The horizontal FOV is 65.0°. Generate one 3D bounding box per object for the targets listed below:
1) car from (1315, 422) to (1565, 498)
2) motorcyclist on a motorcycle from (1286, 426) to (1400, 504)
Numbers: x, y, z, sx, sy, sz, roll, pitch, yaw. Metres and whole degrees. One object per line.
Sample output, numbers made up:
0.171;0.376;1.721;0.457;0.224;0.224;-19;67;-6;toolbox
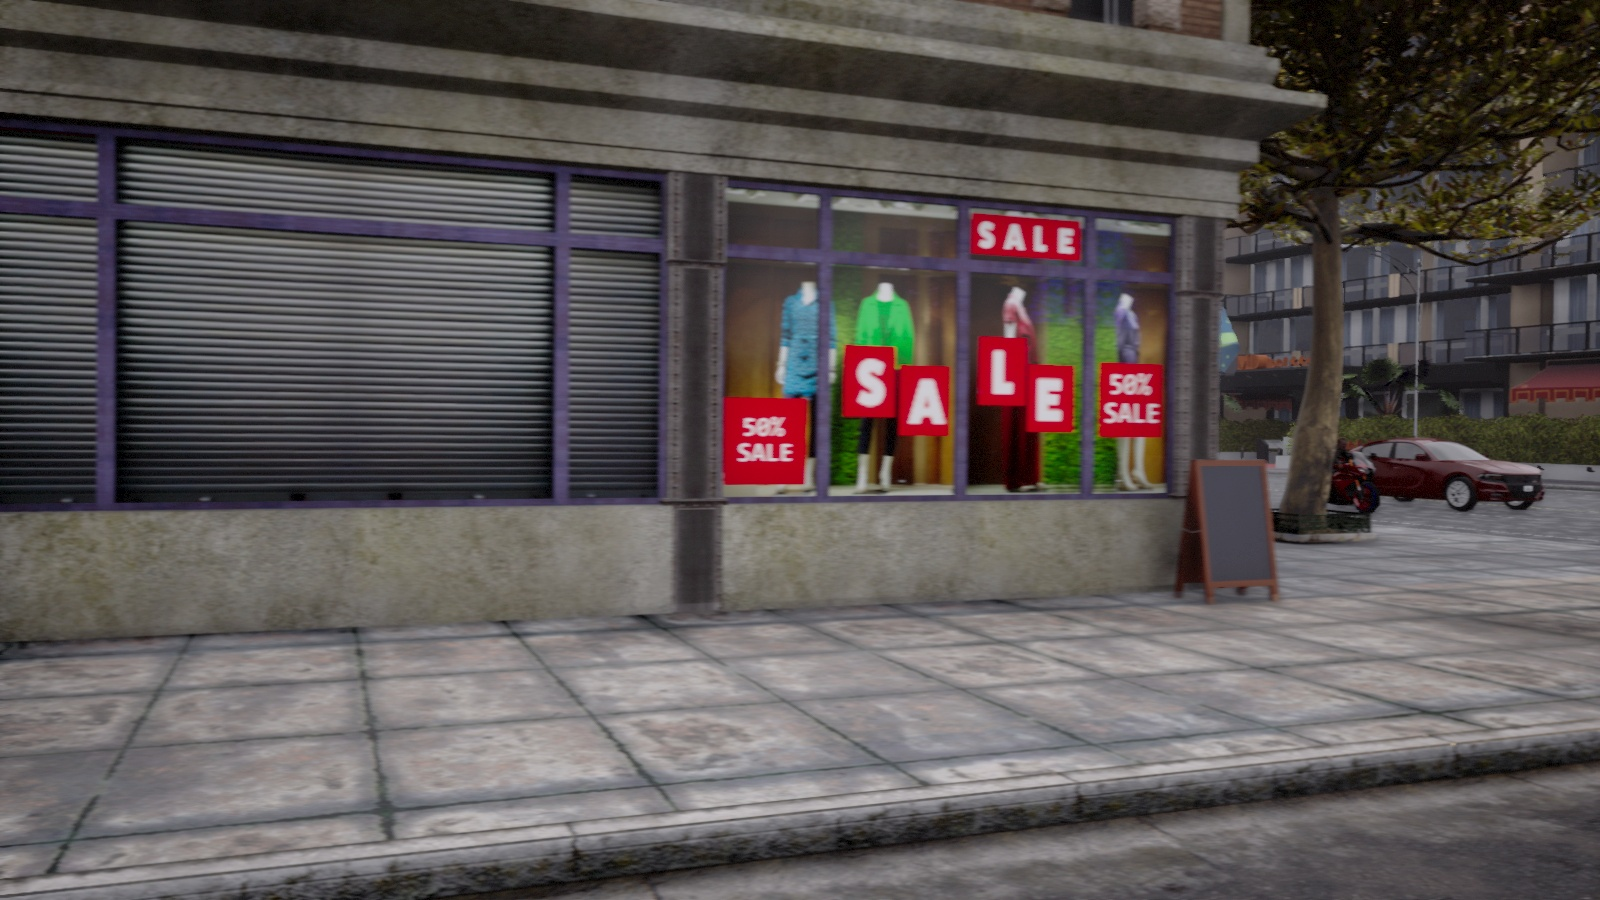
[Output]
14.154;0.164;28.164;1.882;1.535;5.008;-1;1;-21;car
11.224;0.288;26.045;0.866;1.530;2.191;-1;1;-21;motorcyclist on a motorcycle
